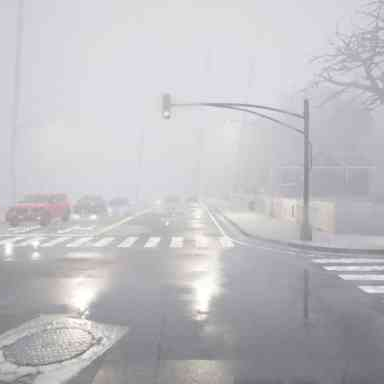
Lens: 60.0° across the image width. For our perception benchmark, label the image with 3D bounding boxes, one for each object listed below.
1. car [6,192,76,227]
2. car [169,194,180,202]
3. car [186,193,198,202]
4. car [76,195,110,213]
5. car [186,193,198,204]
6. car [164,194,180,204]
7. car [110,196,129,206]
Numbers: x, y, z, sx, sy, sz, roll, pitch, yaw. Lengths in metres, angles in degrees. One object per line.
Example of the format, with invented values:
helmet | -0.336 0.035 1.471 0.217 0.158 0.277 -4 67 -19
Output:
car | -9.854 1.062 21.932 2.150 2.045 5.566 0 1 0
car | -3.261 1.037 62.642 1.994 1.385 4.181 0 0 0
car | -0.011 0.964 62.643 2.128 1.511 4.902 0 0 0
car | -9.845 1.097 32.254 2.097 1.767 4.553 0 1 0
car | -0.009 1.083 52.639 1.812 1.442 4.674 0 0 0
car | -3.259 1.158 52.670 1.895 1.301 4.718 0 0 0
car | -9.844 1.227 45.015 1.895 1.301 4.718 0 1 0
